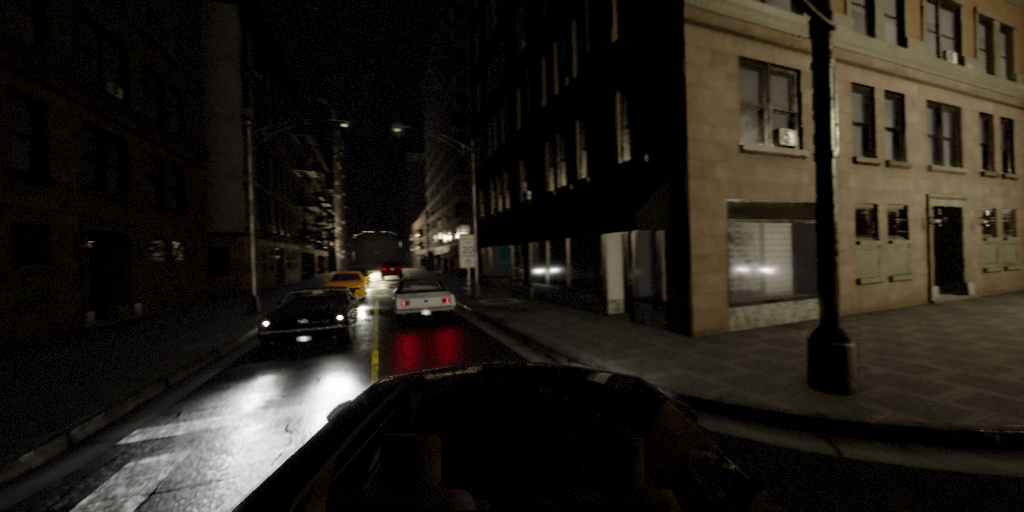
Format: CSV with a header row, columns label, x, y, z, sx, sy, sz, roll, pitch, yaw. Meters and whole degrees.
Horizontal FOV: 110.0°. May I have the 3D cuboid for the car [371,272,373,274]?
label,x,y,z,sx,sy,sz,roll,pitch,yaw
car,-12.474,1.719,29.082,1.837,1.490,4.892,-2,0,-20

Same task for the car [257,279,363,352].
label,x,y,z,sx,sy,sz,roll,pitch,yaw
car,-5.360,1.543,9.967,1.895,1.301,4.718,-2,0,-20

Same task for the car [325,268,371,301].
label,x,y,z,sx,sy,sz,roll,pitch,yaw
car,-8.869,1.554,19.378,1.882,1.535,5.008,-2,0,-21

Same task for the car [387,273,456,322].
label,x,y,z,sx,sy,sz,roll,pitch,yaw
car,-3.444,1.490,13.221,1.895,1.301,4.718,-2,0,-20

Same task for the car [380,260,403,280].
label,x,y,z,sx,sy,sz,roll,pitch,yaw
car,-13.244,1.487,39.398,2.150,2.045,5.566,-2,0,-20
